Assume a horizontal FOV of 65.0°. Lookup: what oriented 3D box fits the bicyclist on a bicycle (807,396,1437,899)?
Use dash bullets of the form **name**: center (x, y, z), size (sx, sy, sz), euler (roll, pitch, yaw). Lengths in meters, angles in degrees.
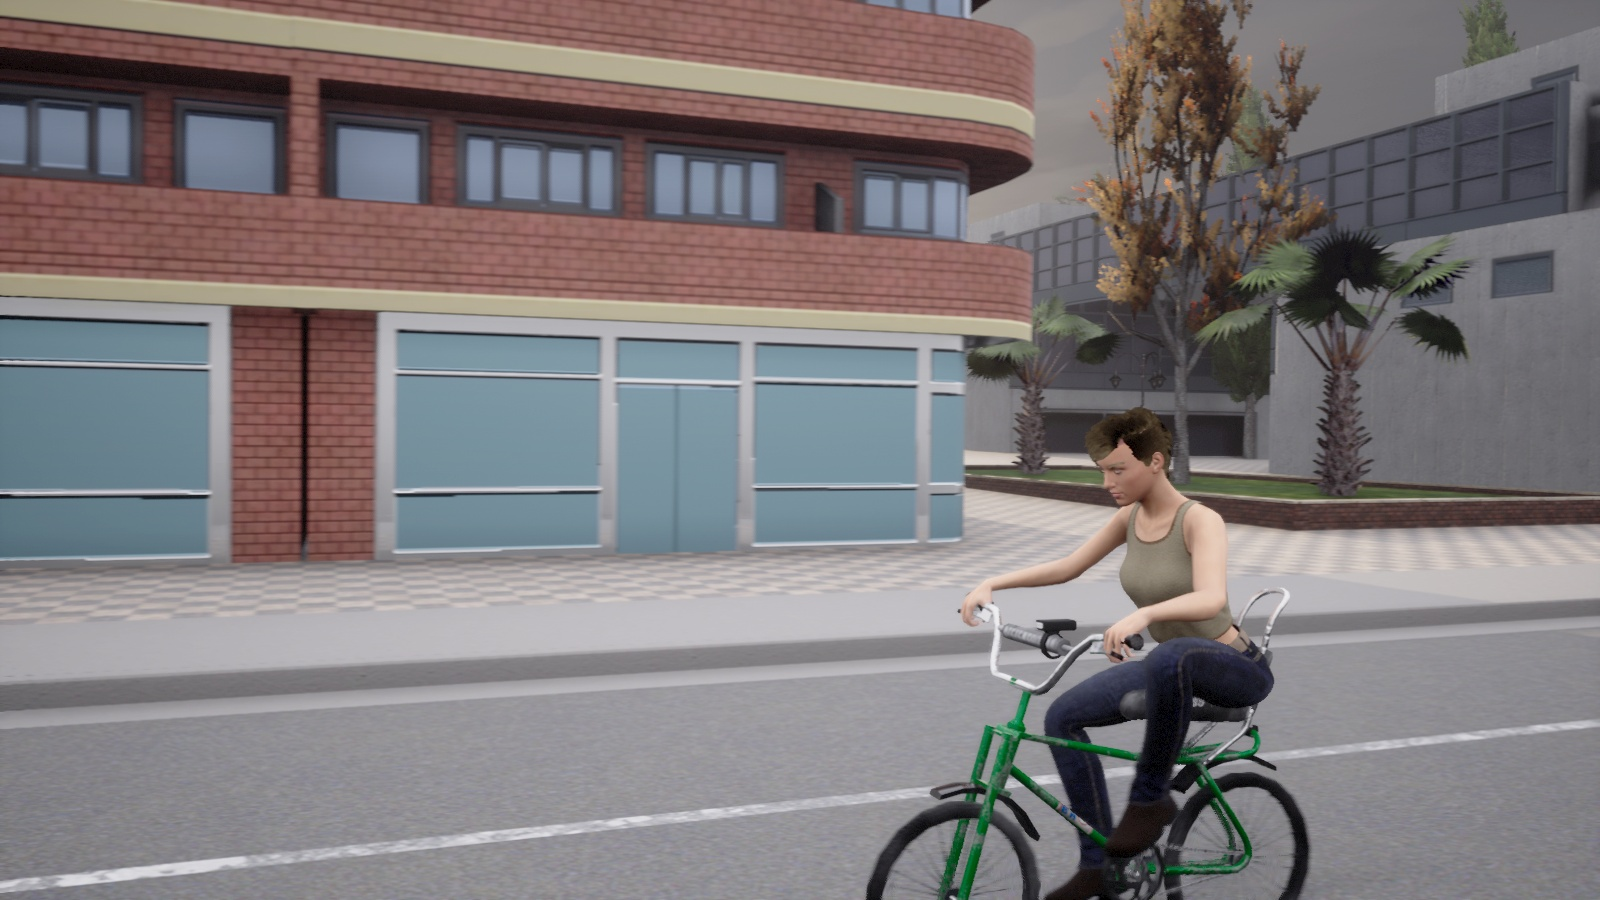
- **bicyclist on a bicycle**: center (0.888, 0.667, 3.581), size (1.509, 1.612, 0.866), euler (-1, 1, -21)
